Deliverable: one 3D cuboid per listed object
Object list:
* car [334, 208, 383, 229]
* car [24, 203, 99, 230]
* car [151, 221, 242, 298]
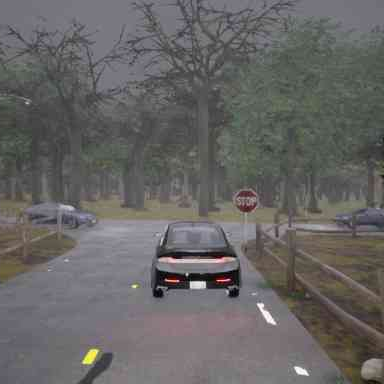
[{"bbox_3d":[12.654,1.860,23.917,4.674,1.442,1.812,1,0,-2],"label":"car"},{"bbox_3d":[-7.818,1.373,19.881,4.674,1.442,1.812,1,0,19],"label":"car"},{"bbox_3d":[0.035,1.492,8.520,2.128,1.511,4.902,0,0,-2],"label":"car"}]
